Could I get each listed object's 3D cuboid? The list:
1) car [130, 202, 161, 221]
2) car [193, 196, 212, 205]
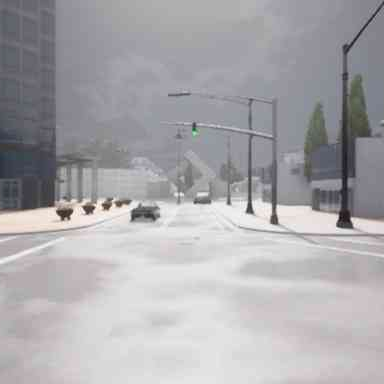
[{"bbox_3d":[-3.593,1.474,26.307,1.895,1.301,4.718,0,0,0],"label":"car"},{"bbox_3d":[1.758,1.337,54.641,1.994,1.385,4.181,0,0,22],"label":"car"}]
